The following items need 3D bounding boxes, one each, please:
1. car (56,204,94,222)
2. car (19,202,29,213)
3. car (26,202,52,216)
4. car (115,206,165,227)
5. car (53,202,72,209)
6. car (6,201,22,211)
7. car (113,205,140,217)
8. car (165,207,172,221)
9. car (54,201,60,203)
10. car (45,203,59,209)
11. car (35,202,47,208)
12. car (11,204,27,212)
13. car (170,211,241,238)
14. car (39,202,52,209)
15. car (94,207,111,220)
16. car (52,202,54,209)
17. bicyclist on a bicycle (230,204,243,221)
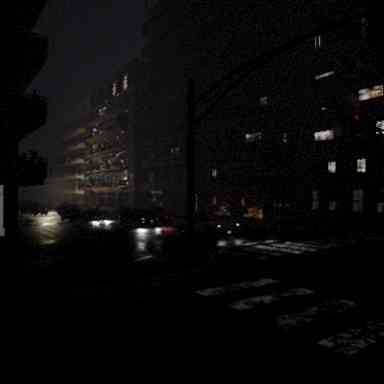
[{"bbox_3d":[-11.942,2.267,33.800,1.887,1.381,4.507,-1,-1,-36],"label":"car"},{"bbox_3d":[-25.263,2.443,52.129,2.192,1.841,5.009,-1,-1,-36],"label":"car"},{"bbox_3d":[-21.830,2.548,47.407,1.752,1.417,4.829,-1,-1,-36],"label":"car"},{"bbox_3d":[-4.577,2.087,28.096,1.837,1.490,4.892,1,-1,-36],"label":"car"},{"bbox_3d":[-16.592,2.498,44.696,2.033,1.411,5.357,1,-1,-36],"label":"car"},{"bbox_3d":[-35.251,2.743,65.874,2.192,1.841,5.009,-1,-1,-36],"label":"car"},{"bbox_3d":[-8.553,2.475,43.336,1.802,1.307,4.206,-1,-1,-36],"label":"car"},{"bbox_3d":[-3.156,2.170,31.609,1.812,1.442,4.674,1,-1,-36],"label":"car"},{"bbox_3d":[-25.204,2.712,66.246,2.192,1.841,5.009,-1,-1,-36],"label":"car"},{"bbox_3d":[-31.858,3.161,75.408,1.947,1.339,4.313,-1,-1,-36],"label":"car"},{"bbox_3d":[-38.512,3.357,84.574,1.947,1.339,4.313,-1,-1,-36],"label":"car"},{"bbox_3d":[-31.918,2.873,61.291,1.887,1.381,4.507,-1,-1,-36],"label":"car"},{"bbox_3d":[0.834,2.015,20.647,1.895,1.301,4.718,1,-1,-36],"label":"car"},{"bbox_3d":[-35.188,3.238,79.990,1.887,1.381,4.507,-1,-1,-36],"label":"car"},{"bbox_3d":[-10.405,2.325,36.135,1.994,1.385,4.181,1,-1,-35],"label":"car"},{"bbox_3d":[-28.533,2.812,70.828,2.192,1.841,5.009,-1,-1,-36],"label":"car"},{"bbox_3d":[4.125,1.903,30.965,1.656,1.620,0.582,0,-1,-36],"label":"bicyclist on a bicycle"}]
